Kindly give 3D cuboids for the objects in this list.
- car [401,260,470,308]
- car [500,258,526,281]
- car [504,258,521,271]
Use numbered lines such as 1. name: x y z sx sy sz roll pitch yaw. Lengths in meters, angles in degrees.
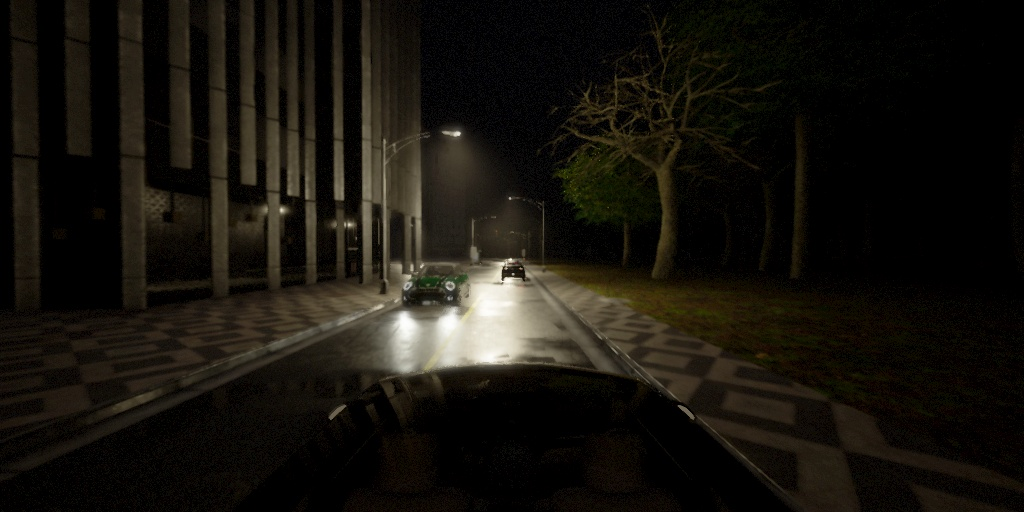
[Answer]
1. car: -3.027 1.077 15.050 2.097 1.767 4.553 0 0 1
2. car: 0.103 1.154 29.060 2.128 1.511 4.902 0 0 0
3. car: 0.105 1.061 47.207 2.128 1.511 4.902 0 0 0
